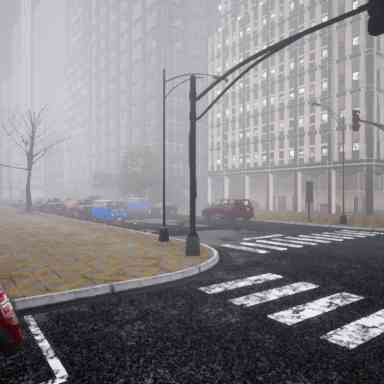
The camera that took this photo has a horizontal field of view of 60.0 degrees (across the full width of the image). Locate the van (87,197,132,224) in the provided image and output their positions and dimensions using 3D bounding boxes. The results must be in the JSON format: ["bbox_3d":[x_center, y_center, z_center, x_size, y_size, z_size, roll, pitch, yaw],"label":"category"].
[{"bbox_3d":[-6.615,1.499,26.451,1.690,1.788,3.998,0,0,-36],"label":"van"}]

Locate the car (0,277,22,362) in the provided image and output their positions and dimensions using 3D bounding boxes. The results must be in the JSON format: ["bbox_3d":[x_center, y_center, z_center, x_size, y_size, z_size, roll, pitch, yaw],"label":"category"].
[{"bbox_3d":[-4.209,1.440,3.554,4.097,1.590,1.967,0,0,-36],"label":"car"}]

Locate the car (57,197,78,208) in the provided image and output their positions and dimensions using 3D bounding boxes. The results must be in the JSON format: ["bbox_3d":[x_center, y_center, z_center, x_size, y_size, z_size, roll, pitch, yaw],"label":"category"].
[{"bbox_3d":[-20.749,1.721,55.225,2.097,1.767,4.553,0,0,-36],"label":"car"}]

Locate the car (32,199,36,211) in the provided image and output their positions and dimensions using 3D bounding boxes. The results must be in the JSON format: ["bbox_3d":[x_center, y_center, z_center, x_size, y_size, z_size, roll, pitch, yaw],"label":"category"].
[{"bbox_3d":[-20.138,1.745,44.796,1.967,1.590,4.097,0,0,-36],"label":"car"}]

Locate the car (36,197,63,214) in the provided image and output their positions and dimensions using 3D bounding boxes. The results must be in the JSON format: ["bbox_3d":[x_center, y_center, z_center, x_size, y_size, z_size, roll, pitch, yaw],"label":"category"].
[{"bbox_3d":[-16.758,1.584,40.209,2.192,1.841,5.009,0,0,-36],"label":"car"}]

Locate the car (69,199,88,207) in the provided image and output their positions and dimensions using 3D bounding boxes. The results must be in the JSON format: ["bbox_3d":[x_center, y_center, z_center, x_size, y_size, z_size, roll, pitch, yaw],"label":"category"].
[{"bbox_3d":[-20.149,1.940,58.935,2.008,1.369,4.403,0,0,-36],"label":"car"}]

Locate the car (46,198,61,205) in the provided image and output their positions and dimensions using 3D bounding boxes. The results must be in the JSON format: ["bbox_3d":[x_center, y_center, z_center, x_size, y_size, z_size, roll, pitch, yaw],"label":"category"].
[{"bbox_3d":[-30.292,2.061,72.695,1.947,1.339,4.313,0,0,-36],"label":"car"}]

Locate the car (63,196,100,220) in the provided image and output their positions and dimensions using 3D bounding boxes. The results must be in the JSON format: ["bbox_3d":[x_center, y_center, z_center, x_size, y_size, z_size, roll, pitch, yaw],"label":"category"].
[{"bbox_3d":[-9.996,1.510,31.037,2.192,1.841,5.009,0,0,-36],"label":"car"}]

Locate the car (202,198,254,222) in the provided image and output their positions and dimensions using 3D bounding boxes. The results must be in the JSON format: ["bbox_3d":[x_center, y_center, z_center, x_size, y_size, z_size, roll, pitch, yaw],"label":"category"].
[{"bbox_3d":[2.931,1.454,27.625,2.192,1.841,5.009,0,0,-36],"label":"car"}]

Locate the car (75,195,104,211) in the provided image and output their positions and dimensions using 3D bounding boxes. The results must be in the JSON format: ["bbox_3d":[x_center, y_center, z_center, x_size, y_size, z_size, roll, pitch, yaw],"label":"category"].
[{"bbox_3d":[-14.442,1.524,46.740,2.150,2.045,5.566,0,0,-36],"label":"car"}]

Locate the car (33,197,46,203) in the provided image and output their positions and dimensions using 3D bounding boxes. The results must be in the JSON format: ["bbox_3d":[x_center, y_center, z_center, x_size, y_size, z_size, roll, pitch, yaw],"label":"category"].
[{"bbox_3d":[-39.054,2.063,85.110,1.882,1.535,5.008,0,0,-36],"label":"car"}]

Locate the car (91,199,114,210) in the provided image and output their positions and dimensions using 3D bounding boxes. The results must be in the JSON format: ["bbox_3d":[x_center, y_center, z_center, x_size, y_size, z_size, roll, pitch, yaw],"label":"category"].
[{"bbox_3d":[-13.489,1.844,49.900,1.752,1.417,4.829,0,0,-36],"label":"car"}]

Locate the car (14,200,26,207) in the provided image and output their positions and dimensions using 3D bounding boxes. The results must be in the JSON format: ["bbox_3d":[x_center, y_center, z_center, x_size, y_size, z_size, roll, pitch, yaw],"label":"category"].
[{"bbox_3d":[-30.279,1.994,58.554,1.802,1.307,4.206,0,0,-36],"label":"car"}]

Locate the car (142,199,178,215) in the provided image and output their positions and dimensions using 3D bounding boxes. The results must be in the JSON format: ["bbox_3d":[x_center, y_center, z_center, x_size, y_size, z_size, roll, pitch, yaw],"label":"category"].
[{"bbox_3d":[-3.245,1.758,36.004,2.008,1.369,4.403,0,0,-36],"label":"car"}]

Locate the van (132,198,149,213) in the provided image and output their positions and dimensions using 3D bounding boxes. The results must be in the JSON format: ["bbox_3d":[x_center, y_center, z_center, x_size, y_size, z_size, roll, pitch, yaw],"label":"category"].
[{"bbox_3d":[-6.627,1.586,40.591,1.690,1.788,3.998,0,0,-36],"label":"van"}]

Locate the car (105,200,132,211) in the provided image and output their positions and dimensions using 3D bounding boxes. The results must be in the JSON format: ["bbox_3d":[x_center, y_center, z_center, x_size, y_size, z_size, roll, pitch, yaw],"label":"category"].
[{"bbox_3d":[-10.006,1.847,45.177,1.947,1.339,4.313,0,0,-36],"label":"car"}]
